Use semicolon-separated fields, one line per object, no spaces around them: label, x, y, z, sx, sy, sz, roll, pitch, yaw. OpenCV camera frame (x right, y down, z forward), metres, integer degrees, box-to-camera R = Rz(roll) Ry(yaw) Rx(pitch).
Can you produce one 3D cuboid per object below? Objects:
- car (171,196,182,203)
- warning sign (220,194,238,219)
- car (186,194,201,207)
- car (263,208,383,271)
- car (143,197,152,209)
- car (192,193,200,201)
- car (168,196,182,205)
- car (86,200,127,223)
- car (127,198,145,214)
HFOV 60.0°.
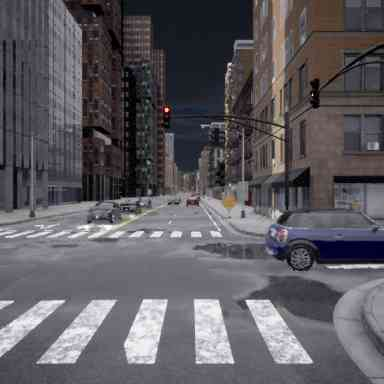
car;-3.142;1.573;69.676;2.033;1.411;5.357;0;0;0
warning sign;2.858;1.118;25.685;1.300;1.860;1.060;0;0;0
car;0.110;1.492;53.017;1.882;1.535;5.008;0;0;0
car;4.587;1.285;10.128;4.553;1.767;2.097;0;0;0
car;-6.581;1.501;45.386;2.128;1.511;4.902;0;0;0
car;0.990;1.268;85.720;2.150;2.045;5.566;0;0;0
car;-3.140;1.618;57.838;1.895;1.301;4.718;0;0;0
car;-6.595;1.507;25.490;1.837;1.490;4.892;0;0;0
car;-6.596;1.570;35.413;1.994;1.385;4.181;0;0;0
